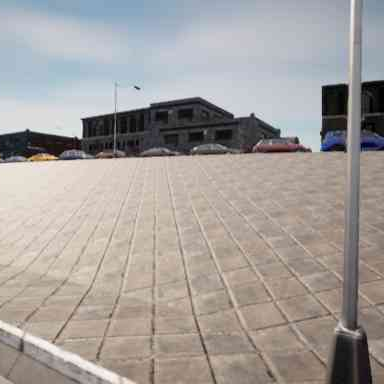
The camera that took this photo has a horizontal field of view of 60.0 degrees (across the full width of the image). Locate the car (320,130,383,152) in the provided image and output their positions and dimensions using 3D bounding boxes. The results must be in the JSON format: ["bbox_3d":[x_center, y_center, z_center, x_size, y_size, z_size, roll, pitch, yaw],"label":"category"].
[{"bbox_3d":[12.267,-3.378,24.066,5.566,2.045,2.435,2,1,25],"label":"car"}]

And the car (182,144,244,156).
[{"bbox_3d":[2.085,-3.383,28.847,4.892,1.521,2.231,1,1,27],"label":"car"}]

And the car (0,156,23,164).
[{"bbox_3d":[-22.071,-3.828,42.456,4.674,1.452,2.002,1,1,33],"label":"car"}]

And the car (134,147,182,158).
[{"bbox_3d":[-2.748,-3.440,31.305,4.674,1.452,2.002,1,1,28],"label":"car"}]

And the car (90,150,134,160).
[{"bbox_3d":[-7.612,-3.546,33.912,4.792,1.488,2.163,1,1,29],"label":"car"}]

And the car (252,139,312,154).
[{"bbox_3d":[7.166,-3.392,26.405,4.553,1.767,2.185,1,1,26],"label":"car"}]

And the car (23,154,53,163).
[{"bbox_3d":[-17.359,-3.771,39.528,5.008,1.535,2.097,1,1,32],"label":"car"}]

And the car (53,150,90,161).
[{"bbox_3d":[-12.605,-3.801,36.712,4.553,1.767,2.185,1,1,31],"label":"car"}]
